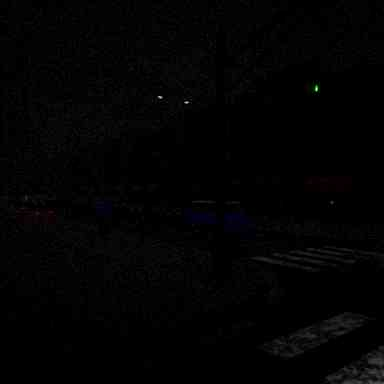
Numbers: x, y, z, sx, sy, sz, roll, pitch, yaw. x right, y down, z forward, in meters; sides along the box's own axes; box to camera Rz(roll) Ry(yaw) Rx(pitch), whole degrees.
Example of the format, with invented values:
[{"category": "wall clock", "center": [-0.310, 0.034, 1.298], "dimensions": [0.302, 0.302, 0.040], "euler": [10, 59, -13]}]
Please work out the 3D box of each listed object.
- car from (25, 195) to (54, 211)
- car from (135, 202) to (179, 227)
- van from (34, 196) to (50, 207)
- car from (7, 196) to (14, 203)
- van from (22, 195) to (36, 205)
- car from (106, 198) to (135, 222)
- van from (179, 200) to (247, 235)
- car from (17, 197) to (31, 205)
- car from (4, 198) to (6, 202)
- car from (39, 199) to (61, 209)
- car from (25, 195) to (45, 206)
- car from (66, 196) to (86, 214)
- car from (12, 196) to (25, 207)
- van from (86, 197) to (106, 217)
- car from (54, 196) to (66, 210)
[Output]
[{"category": "car", "center": [-20.128, 1.483, 43.794], "dimensions": [2.097, 1.767, 4.553], "euler": [0, 0, -36]}, {"category": "car", "center": [-1.969, 1.488, 23.038], "dimensions": [1.967, 1.590, 4.097], "euler": [0, 0, -36]}, {"category": "van", "center": [-24.446, 1.511, 54.083], "dimensions": [1.690, 1.788, 3.998], "euler": [0, 0, -36]}, {"category": "car", "center": [-40.500, 1.698, 76.259], "dimensions": [1.967, 1.590, 4.097], "euler": [0, 0, -36]}, {"category": "van", "center": [-30.867, 1.546, 62.953], "dimensions": [1.690, 1.788, 3.998], "euler": [0, 0, -36]}, {"category": "car", "center": [-5.180, 1.504, 27.473], "dimensions": [1.967, 1.590, 4.097], "euler": [0, 0, -36]}, {"category": "van", "center": [1.242, 1.374, 18.603], "dimensions": [1.690, 1.788, 3.998], "euler": [0, 0, -36]}, {"category": "car", "center": [-34.177, 1.749, 67.526], "dimensions": [1.752, 1.417, 4.829], "euler": [0, 0, -36]}, {"category": "car", "center": [-43.810, 1.802, 80.832], "dimensions": [1.752, 1.417, 4.829], "euler": [0, 0, -36]}, {"category": "car", "center": [-21.234, 1.703, 49.648], "dimensions": [2.008, 1.369, 4.403], "euler": [0, 0, -36]}, {"category": "car", "center": [-27.657, 1.502, 58.518], "dimensions": [2.192, 1.841, 5.009], "euler": [0, 0, -36]}, {"category": "car", "center": [-11.602, 1.413, 36.340], "dimensions": [2.192, 1.841, 5.009], "euler": [0, 0, -36]}, {"category": "car", "center": [-27.108, 1.772, 53.431], "dimensions": [1.895, 1.301, 4.718], "euler": [0, 0, -36]}, {"category": "van", "center": [-8.391, 1.422, 31.908], "dimensions": [1.690, 1.788, 3.998], "euler": [0, 0, -36]}, {"category": "car", "center": [-18.024, 1.449, 45.213], "dimensions": [2.192, 1.841, 5.009], "euler": [0, 0, -36]}]
